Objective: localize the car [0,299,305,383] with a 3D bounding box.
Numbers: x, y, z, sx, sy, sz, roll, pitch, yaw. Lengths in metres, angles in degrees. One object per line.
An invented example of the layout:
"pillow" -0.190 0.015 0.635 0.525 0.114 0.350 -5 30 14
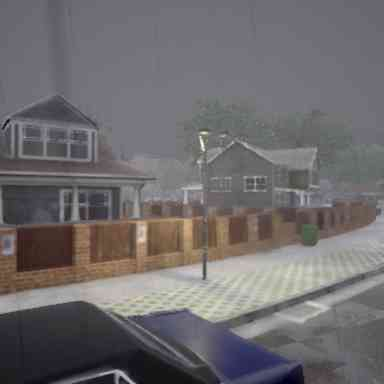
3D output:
"car" -1.442 1.638 2.197 4.718 1.301 1.895 1 -1 -35
